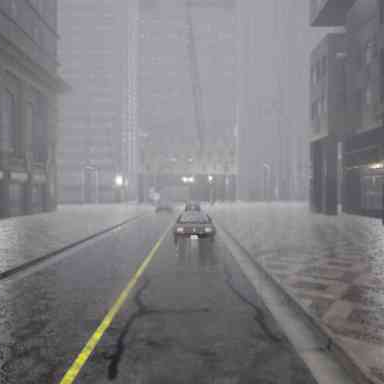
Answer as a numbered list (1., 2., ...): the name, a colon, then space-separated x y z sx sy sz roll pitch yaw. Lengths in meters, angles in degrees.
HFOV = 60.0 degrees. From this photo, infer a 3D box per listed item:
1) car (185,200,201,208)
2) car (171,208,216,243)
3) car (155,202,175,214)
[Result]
1. car: 0.101 1.705 39.913 1.812 1.442 4.674 0 0 0
2. car: 0.100 1.675 16.569 1.895 1.301 4.718 0 0 0
3. car: -2.999 1.769 37.396 1.895 1.301 4.718 0 0 0
